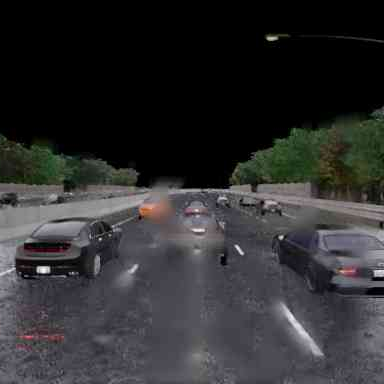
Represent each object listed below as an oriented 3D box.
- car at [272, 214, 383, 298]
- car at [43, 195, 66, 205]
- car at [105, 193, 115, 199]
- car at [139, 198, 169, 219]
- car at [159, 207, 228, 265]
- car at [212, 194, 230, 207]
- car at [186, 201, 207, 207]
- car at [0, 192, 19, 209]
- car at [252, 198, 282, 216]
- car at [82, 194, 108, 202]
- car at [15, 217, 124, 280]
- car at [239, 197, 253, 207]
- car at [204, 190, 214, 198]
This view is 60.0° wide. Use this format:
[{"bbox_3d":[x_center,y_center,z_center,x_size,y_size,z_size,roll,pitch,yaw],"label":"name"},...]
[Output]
[{"bbox_3d":[3.542,1.550,8.696,2.033,1.411,5.357,0,0,1],"label":"car"},{"bbox_3d":[-20.489,1.208,49.763,1.812,1.442,4.674,0,1,1],"label":"car"},{"bbox_3d":[-16.716,0.993,65.565,2.033,1.411,5.357,0,1,1],"label":"car"},{"bbox_3d":[-3.120,1.275,27.951,2.097,1.767,4.553,0,0,1],"label":"car"},{"bbox_3d":[0.178,1.490,11.719,2.128,1.511,4.902,0,0,1],"label":"car"},{"bbox_3d":[4.006,1.271,44.651,1.812,1.442,4.674,0,1,1],"label":"car"},{"bbox_3d":[0.401,1.475,29.432,1.994,1.385,4.181,0,0,1],"label":"car"},{"bbox_3d":[-24.105,1.013,41.893,2.150,2.045,5.566,0,0,1],"label":"car"},{"bbox_3d":[7.216,1.418,31.491,1.812,1.442,4.674,0,1,2],"label":"car"},{"bbox_3d":[-13.556,1.334,45.969,1.895,1.301,4.718,0,1,1],"label":"car"},{"bbox_3d":[-3.339,1.506,9.937,1.837,1.490,4.892,0,0,0],"label":"car"},{"bbox_3d":[7.556,1.302,45.150,1.994,1.385,4.181,0,1,1],"label":"car"},{"bbox_3d":[4.523,0.641,82.884,1.837,1.490,4.892,0,1,1],"label":"car"}]
